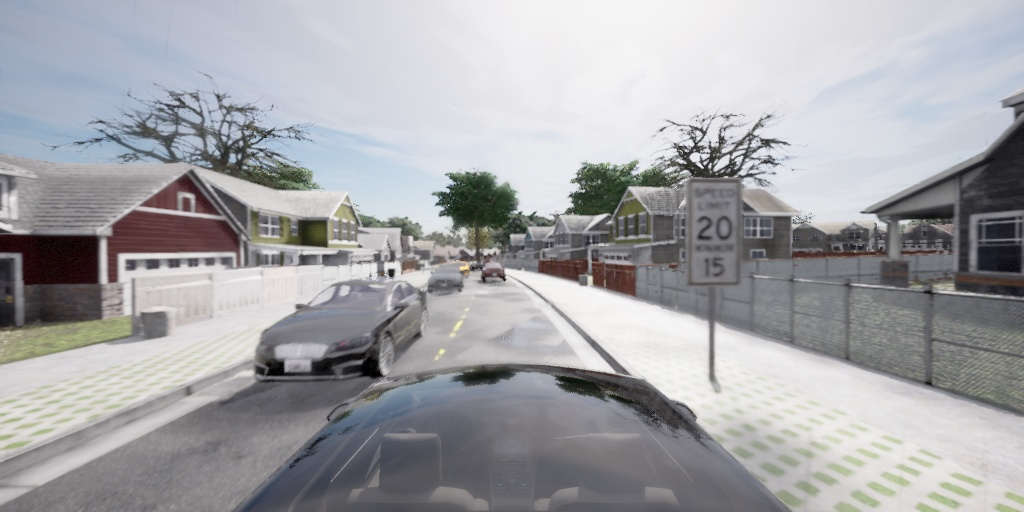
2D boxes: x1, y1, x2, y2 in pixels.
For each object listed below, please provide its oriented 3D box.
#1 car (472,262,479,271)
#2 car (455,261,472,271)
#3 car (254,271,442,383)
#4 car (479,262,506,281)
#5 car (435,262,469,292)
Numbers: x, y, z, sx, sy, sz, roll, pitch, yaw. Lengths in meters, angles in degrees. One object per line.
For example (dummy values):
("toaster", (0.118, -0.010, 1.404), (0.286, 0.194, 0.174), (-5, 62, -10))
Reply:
("car", (-4.922, 1.468, 51.300), (1.895, 1.301, 4.718), (0, 0, -11))
("car", (-4.939, 1.236, 33.625), (1.882, 1.535, 5.008), (0, 0, -7))
("car", (-2.999, 1.241, 7.359), (2.128, 1.511, 4.902), (0, 0, -2))
("car", (-1.553, 1.255, 29.605), (1.812, 1.442, 4.674), (0, 0, -6))
("car", (-3.707, 1.259, 20.949), (1.812, 1.442, 4.674), (0, 0, -4))
